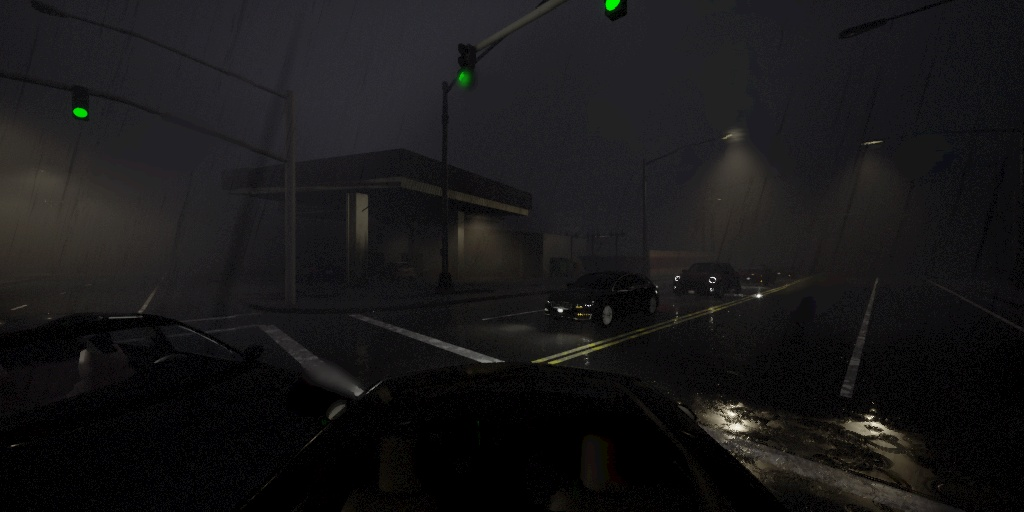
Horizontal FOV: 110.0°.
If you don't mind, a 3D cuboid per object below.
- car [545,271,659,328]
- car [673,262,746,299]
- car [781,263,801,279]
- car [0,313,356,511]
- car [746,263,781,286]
[{"bbox_3d":[3.069,1.255,11.608,4.892,1.490,1.837,0,0,-44],"label":"car"},{"bbox_3d":[10.018,1.102,18.341,4.553,1.767,2.097,0,0,-44],"label":"car"},{"bbox_3d":[24.304,1.314,32.075,4.181,1.385,1.994,0,0,-44],"label":"car"},{"bbox_3d":[-3.379,1.242,2.693,4.902,1.511,2.128,0,0,16],"label":"car"},{"bbox_3d":[17.056,1.314,25.138,4.181,1.385,1.994,0,0,-45],"label":"car"}]
